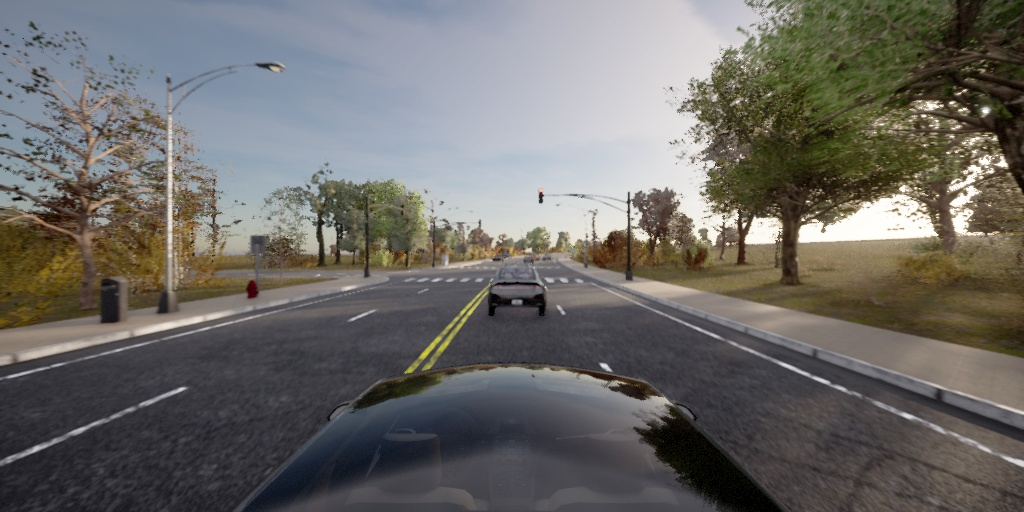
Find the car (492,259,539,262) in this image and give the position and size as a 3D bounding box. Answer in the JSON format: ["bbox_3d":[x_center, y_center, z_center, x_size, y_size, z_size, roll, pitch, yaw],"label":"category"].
[{"bbox_3d":[0.245,1.086,18.437,2.128,1.511,4.902,0,1,2],"label":"car"}]

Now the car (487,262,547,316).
[{"bbox_3d":[0.168,1.135,12.930,2.128,1.511,4.902,0,0,0],"label":"car"}]

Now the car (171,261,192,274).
[{"bbox_3d":[-37.738,1.252,39.445,4.674,1.442,1.812,0,0,10],"label":"car"}]

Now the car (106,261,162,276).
[{"bbox_3d":[-38.300,1.205,36.241,5.008,1.535,1.882,0,0,10],"label":"car"}]
